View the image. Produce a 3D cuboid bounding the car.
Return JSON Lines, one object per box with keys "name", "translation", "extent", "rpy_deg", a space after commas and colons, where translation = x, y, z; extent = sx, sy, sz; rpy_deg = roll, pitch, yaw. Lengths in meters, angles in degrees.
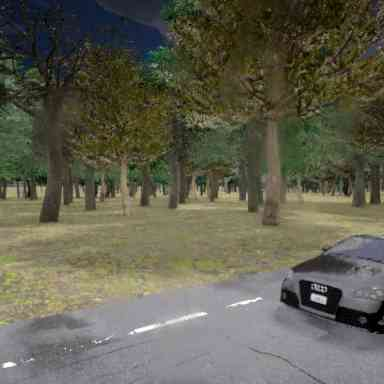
{"name": "car", "translation": [3.707, 1.579, 6.631], "extent": [4.181, 1.385, 1.994], "rpy_deg": [0, 0, -35]}
